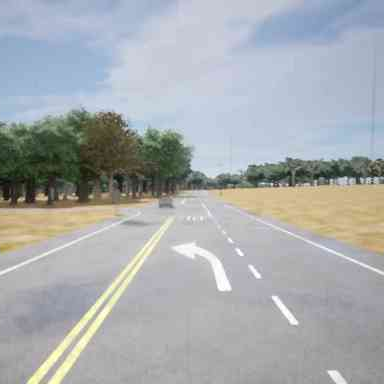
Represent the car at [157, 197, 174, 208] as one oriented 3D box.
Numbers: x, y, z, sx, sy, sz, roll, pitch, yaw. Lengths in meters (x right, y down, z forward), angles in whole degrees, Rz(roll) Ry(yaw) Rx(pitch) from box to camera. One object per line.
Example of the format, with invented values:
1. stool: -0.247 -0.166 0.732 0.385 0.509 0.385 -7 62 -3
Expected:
1. car: -3.468 1.458 44.526 1.837 1.490 4.892 0 -1 0
